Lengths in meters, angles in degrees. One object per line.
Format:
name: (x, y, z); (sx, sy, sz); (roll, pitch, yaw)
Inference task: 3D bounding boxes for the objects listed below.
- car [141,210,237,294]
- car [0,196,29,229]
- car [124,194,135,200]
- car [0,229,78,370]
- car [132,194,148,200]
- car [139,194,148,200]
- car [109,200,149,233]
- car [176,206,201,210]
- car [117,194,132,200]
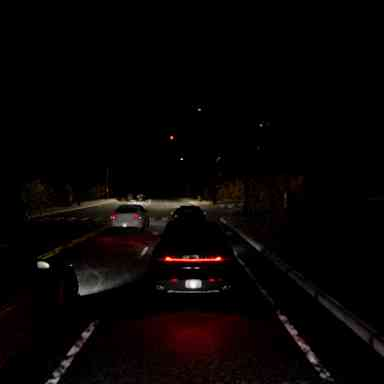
car: (0.010, 1.450, 8.617); (1.837, 1.490, 4.892); (0, 0, 0)
car: (-6.680, 1.163, 9.338); (2.150, 2.045, 5.566); (0, 0, -1)
car: (-14.829, 1.188, 79.223); (2.128, 1.511, 4.902); (0, 0, -7)
car: (-3.196, 1.532, 4.833); (1.994, 1.385, 4.181); (0, 0, 0)
car: (-9.876, 1.190, 64.348); (2.128, 1.511, 4.902); (0, 0, -5)
car: (-11.613, 1.214, 79.703); (1.994, 1.385, 4.181); (0, 0, -7)
car: (-3.485, 1.412, 18.893); (1.812, 1.442, 4.674); (0, 0, -3)
car: (-0.186, 1.439, 18.024); (2.033, 1.411, 5.357); (0, 0, -2)
car: (-13.090, 1.225, 63.874); (1.812, 1.442, 4.674); (0, 0, -5)
